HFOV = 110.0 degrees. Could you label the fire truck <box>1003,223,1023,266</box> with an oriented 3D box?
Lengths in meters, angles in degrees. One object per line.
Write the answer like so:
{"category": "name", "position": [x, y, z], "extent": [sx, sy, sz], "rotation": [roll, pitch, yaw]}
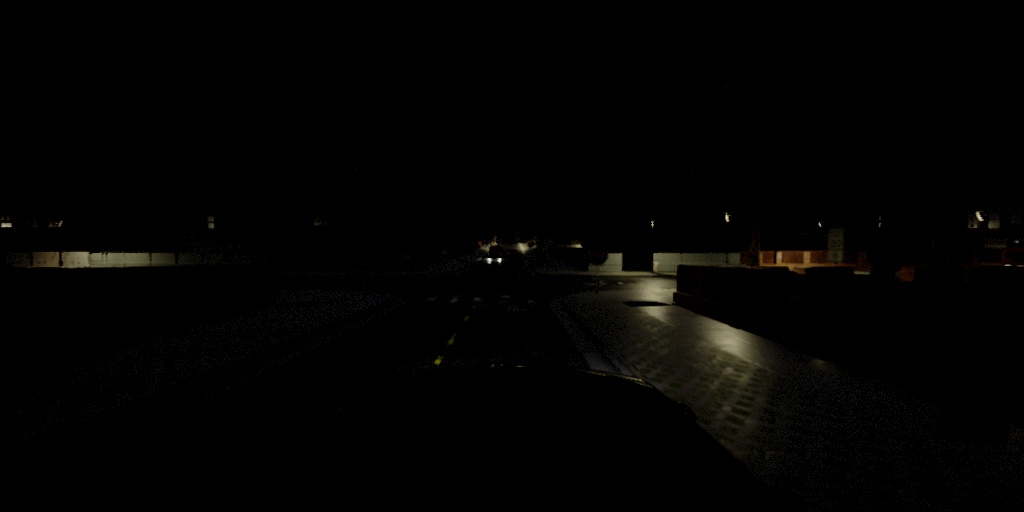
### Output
{"category": "fire truck", "position": [36.858, -0.509, 22.521], "extent": [8.468, 3.827, 2.891], "rotation": [0, 3, 0]}

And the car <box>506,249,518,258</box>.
{"category": "car", "position": [0.016, -0.481, 58.827], "extent": [2.033, 1.411, 5.357], "rotation": [0, 3, 0]}

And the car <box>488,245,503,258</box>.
{"category": "car", "position": [-2.734, -0.816, 58.939], "extent": [2.150, 2.045, 5.566], "rotation": [0, 3, 0]}
